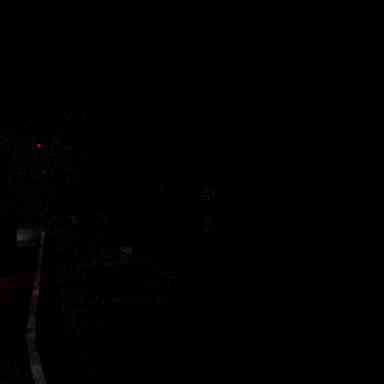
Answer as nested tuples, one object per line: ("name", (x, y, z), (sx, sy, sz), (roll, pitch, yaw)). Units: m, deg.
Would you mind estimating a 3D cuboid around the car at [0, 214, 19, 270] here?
("car", (-6.591, 1.377, 10.202), (2.128, 1.511, 4.902), (1, 0, -22))
